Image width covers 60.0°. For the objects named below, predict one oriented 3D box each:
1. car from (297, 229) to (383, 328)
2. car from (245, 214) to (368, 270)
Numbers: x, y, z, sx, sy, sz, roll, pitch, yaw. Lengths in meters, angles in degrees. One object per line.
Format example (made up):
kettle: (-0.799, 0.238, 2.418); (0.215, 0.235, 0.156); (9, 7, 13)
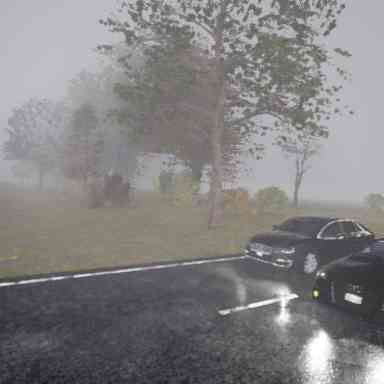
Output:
car: (4.334, 1.660, 6.711); (4.181, 1.385, 1.994); (2, 2, -35)
car: (3.810, 1.485, 10.314); (4.892, 1.490, 1.837); (2, 2, -35)
